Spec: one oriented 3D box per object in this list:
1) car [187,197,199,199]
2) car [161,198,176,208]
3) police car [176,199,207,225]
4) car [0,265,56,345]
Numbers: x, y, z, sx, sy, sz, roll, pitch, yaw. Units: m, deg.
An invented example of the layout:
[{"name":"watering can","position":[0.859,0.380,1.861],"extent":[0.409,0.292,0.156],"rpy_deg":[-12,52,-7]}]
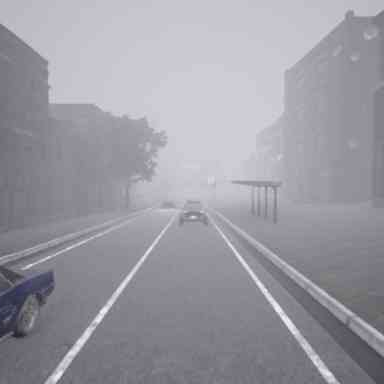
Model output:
[{"name":"car","position":[0.120,1.432,42.719],"extent":[2.163,1.488,4.792],"rpy_deg":[0,0,0]},{"name":"car","position":[-3.122,1.504,45.456],"extent":[1.895,1.301,4.718],"rpy_deg":[0,1,1]},{"name":"police car","position":[0.094,1.513,24.566],"extent":[2.038,1.542,4.974],"rpy_deg":[0,0,0]},{"name":"car","position":[-3.426,1.599,3.829],"extent":[1.895,1.301,4.718],"rpy_deg":[0,0,0]}]
